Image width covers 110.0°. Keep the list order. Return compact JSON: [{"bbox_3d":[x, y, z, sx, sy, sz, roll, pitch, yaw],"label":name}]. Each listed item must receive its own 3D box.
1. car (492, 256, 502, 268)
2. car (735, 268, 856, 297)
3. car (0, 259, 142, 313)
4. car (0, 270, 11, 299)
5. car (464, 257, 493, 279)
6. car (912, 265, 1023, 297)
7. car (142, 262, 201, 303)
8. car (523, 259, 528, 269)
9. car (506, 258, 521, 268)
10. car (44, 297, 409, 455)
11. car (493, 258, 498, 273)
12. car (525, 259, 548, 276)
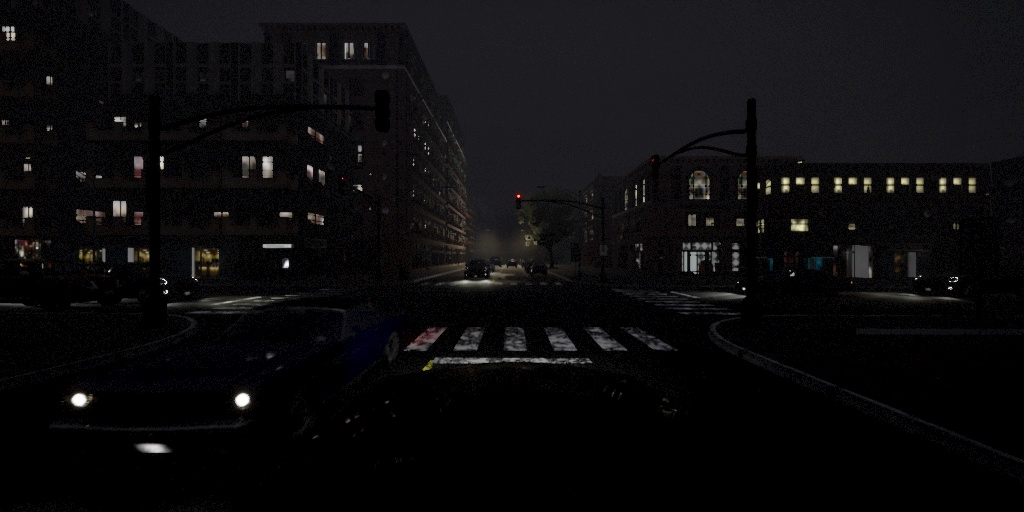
[{"bbox_3d":[-3.027,1.055,65.121,2.150,2.045,5.566,0,0,1],"label":"car"},{"bbox_3d":[15.025,1.372,19.140,5.357,1.411,2.033,0,0,0],"label":"car"},{"bbox_3d":[-17.276,1.013,13.123,5.009,1.841,2.192,0,0,0],"label":"car"},{"bbox_3d":[-25.582,1.274,15.653,4.718,1.301,1.895,0,0,0],"label":"car"},{"bbox_3d":[-3.070,1.124,32.300,2.097,1.767,4.553,0,0,-1],"label":"car"},{"bbox_3d":[24.524,1.219,19.206,4.553,1.767,2.097,0,0,0],"label":"car"},{"bbox_3d":[-16.526,1.053,15.739,4.553,1.767,2.097,0,0,-1],"label":"car"},{"bbox_3d":[2.693,1.228,42.538,1.967,1.591,4.097,0,0,0],"label":"car"},{"bbox_3d":[0.003,1.319,63.198,2.128,1.511,4.902,0,0,0],"label":"car"},{"bbox_3d":[-3.099,1.351,5.301,1.895,1.301,4.718,0,0,0],"label":"car"},{"bbox_3d":[-3.094,1.318,44.774,1.812,1.442,4.674,0,0,0],"label":"car"},{"bbox_3d":[2.692,1.330,36.841,2.007,1.370,4.403,0,0,0],"label":"car"}]
